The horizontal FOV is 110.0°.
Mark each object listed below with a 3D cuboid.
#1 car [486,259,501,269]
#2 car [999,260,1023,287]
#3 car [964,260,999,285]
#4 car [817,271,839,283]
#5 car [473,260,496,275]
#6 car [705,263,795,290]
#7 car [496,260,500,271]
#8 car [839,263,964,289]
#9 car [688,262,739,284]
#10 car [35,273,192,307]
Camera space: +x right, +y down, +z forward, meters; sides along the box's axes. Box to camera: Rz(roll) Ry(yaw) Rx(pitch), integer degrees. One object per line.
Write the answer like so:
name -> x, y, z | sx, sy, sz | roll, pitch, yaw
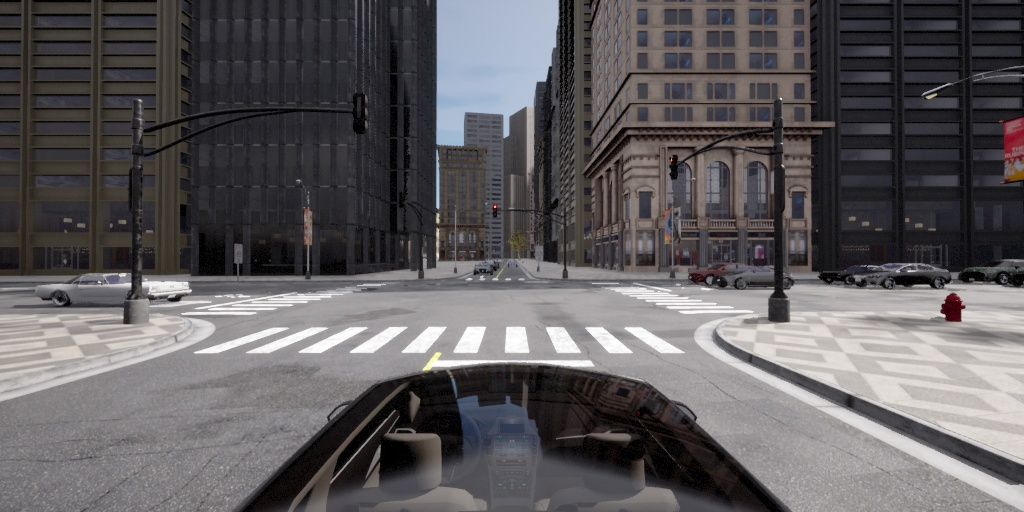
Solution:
car -> -3.044, 1.341, 59.828 | 2.128, 1.511, 4.902 | 0, 0, 0
car -> 33.351, 1.021, 21.679 | 4.553, 1.767, 2.097 | 0, 0, 0
car -> 34.218, 1.043, 24.929 | 4.553, 1.767, 2.097 | 0, 0, 0
car -> 24.251, 1.316, 24.934 | 4.718, 1.301, 1.895 | 0, 0, 0
car -> -3.052, 1.361, 39.116 | 1.994, 1.385, 4.181 | 0, 0, -1
car -> 14.480, 1.279, 21.671 | 4.181, 1.385, 1.994 | 0, 0, 0
car -> -3.058, 1.299, 49.361 | 1.882, 1.535, 5.008 | 0, 0, 0
car -> 23.391, 1.184, 21.680 | 4.902, 1.511, 2.128 | 0, 0, 0
car -> 14.907, 1.216, 24.927 | 5.008, 1.535, 1.882 | 0, 0, 0
car -> -16.375, 1.366, 14.947 | 4.718, 1.301, 1.895 | 0, 0, 0
